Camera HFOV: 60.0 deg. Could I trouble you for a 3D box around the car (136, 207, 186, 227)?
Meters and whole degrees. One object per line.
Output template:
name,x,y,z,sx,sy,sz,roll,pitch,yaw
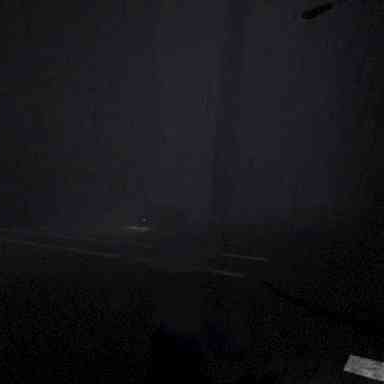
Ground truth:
car,-2.265,1.802,25.261,1.994,1.385,4.181,-1,0,36
